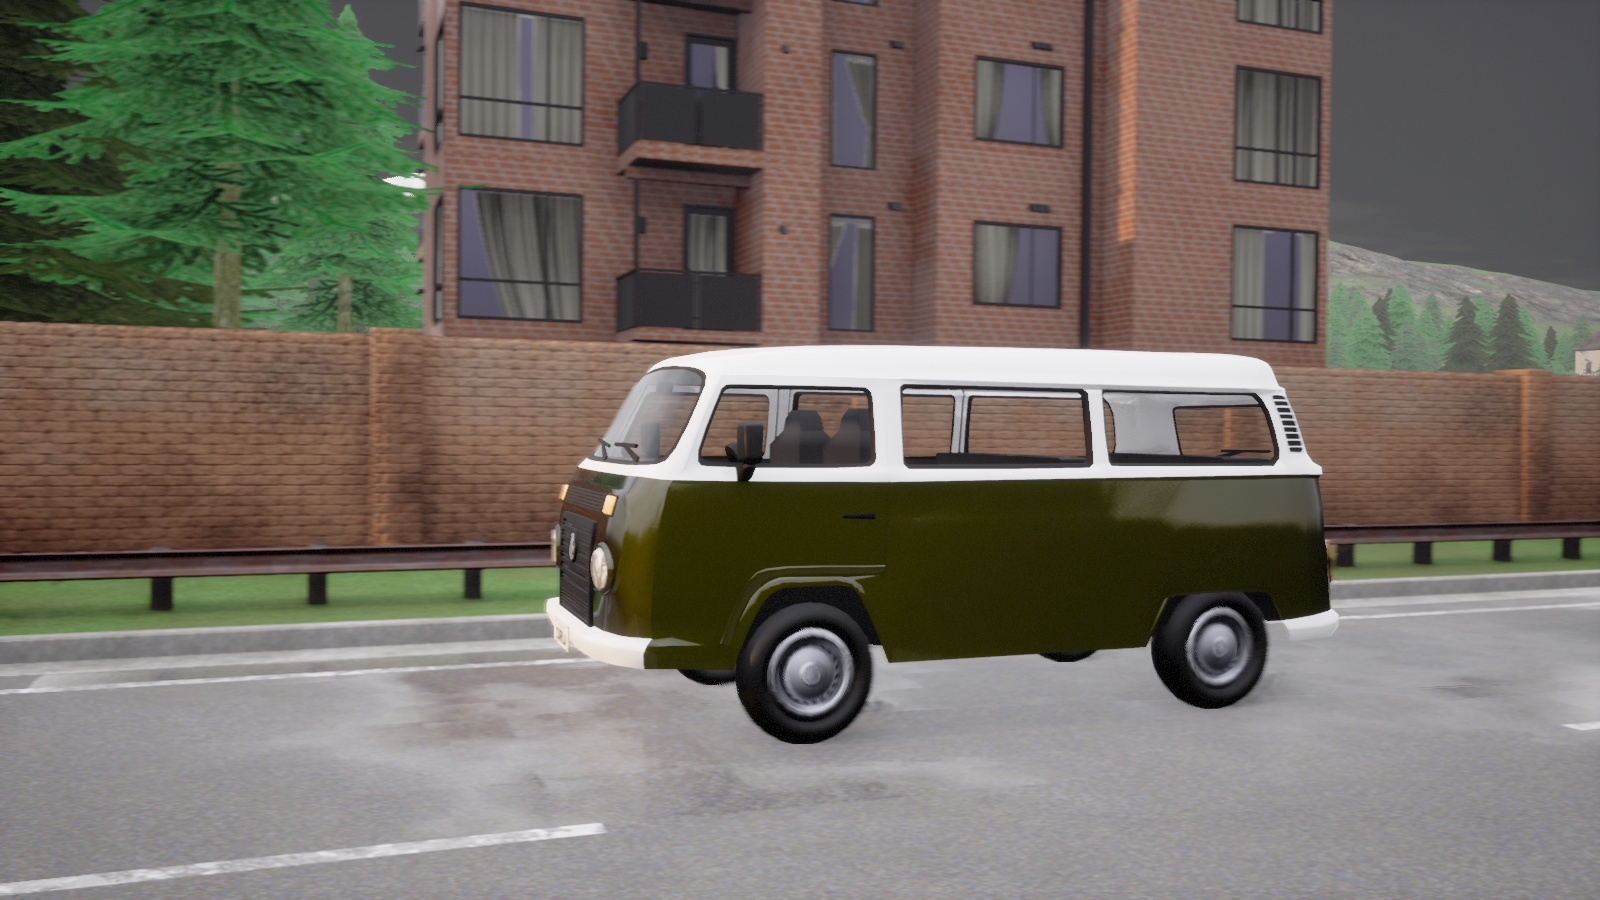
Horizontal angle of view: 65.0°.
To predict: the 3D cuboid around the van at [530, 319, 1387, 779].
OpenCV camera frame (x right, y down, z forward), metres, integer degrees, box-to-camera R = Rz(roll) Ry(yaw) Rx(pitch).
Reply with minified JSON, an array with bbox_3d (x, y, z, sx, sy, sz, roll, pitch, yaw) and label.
[{"bbox_3d":[0.870,0.393,7.310,4.480,2.038,2.069,-1,1,-21],"label":"van"}]
